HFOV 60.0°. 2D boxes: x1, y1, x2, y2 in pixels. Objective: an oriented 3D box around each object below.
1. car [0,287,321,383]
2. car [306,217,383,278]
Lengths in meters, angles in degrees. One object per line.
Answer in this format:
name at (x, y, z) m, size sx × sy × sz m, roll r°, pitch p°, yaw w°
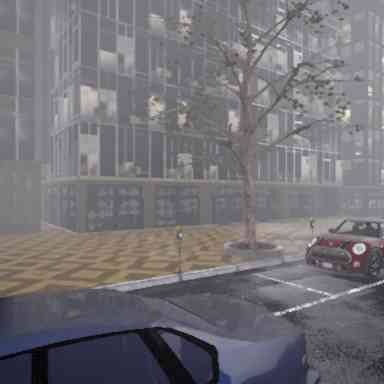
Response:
car at (-1.345, 1.549, 2.295) m, size 5.357 × 1.411 × 2.033 m, roll 1°, pitch 0°, yaw -36°
car at (5.404, 1.537, 10.421) m, size 4.097 × 1.590 × 1.967 m, roll 1°, pitch -1°, yaw -36°
